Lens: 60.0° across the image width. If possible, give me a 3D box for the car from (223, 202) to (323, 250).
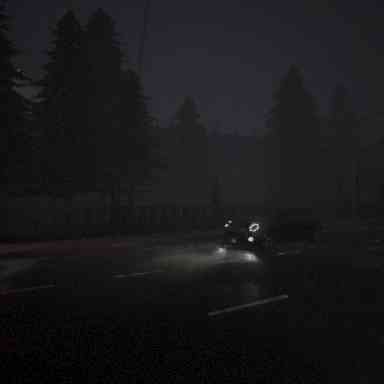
[{"bbox_3d":[3.564,1.363,14.453,4.553,1.767,2.097,0,0,-32],"label":"car"}]
